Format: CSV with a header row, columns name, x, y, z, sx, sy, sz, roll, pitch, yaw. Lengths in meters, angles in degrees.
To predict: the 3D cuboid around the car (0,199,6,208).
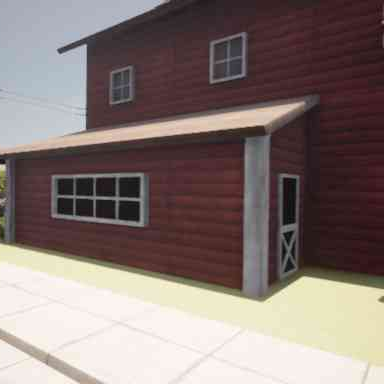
name,x,y,z,sx,sy,sz,roll,pitch,yaw
car,-12.055,1.184,24.022,1.837,1.490,4.892,1,0,33
